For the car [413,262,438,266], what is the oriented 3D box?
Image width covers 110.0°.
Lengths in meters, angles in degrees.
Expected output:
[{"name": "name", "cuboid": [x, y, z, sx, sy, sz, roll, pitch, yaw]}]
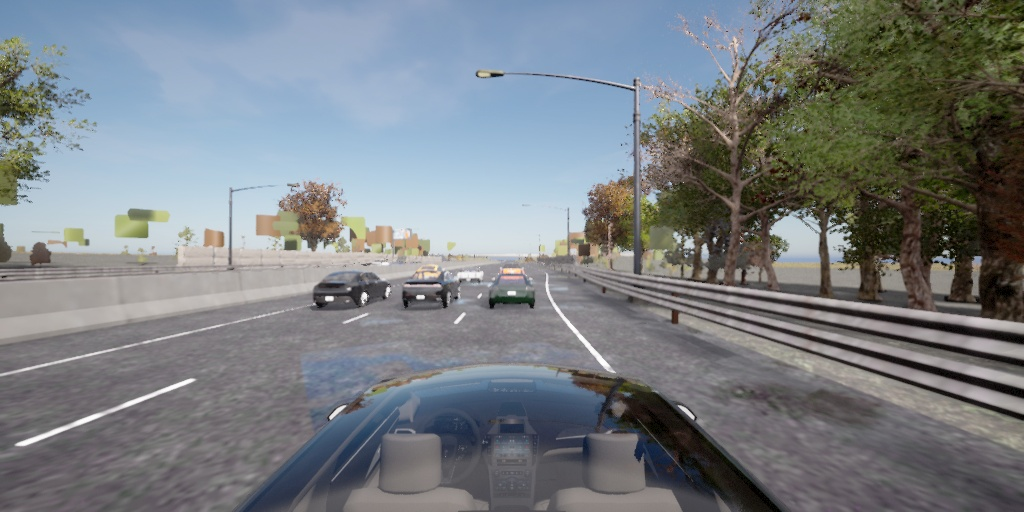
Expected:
[{"name": "car", "cuboid": [-6.995, 1.520, 31.348, 1.882, 1.535, 5.008, 0, 0, 0]}]

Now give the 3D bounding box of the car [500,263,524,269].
[{"name": "car", "cuboid": [0.001, 1.388, 30.937, 2.097, 1.767, 4.553, 0, -1, 0]}]

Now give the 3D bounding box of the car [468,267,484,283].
[{"name": "car", "cuboid": [-3.499, 1.639, 30.965, 1.895, 1.301, 4.718, 0, -1, 0]}]

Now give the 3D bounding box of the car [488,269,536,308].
[{"name": "car", "cuboid": [0.002, 1.453, 16.158, 1.994, 1.385, 4.181, 0, -1, 0]}]

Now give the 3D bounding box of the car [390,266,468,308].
[{"name": "car", "cuboid": [-3.496, 1.381, 16.154, 2.128, 1.511, 4.902, 0, 0, 0]}]

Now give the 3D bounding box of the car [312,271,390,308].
[{"name": "car", "cuboid": [-6.997, 1.396, 16.163, 1.837, 1.490, 4.892, 0, 0, 0]}]
